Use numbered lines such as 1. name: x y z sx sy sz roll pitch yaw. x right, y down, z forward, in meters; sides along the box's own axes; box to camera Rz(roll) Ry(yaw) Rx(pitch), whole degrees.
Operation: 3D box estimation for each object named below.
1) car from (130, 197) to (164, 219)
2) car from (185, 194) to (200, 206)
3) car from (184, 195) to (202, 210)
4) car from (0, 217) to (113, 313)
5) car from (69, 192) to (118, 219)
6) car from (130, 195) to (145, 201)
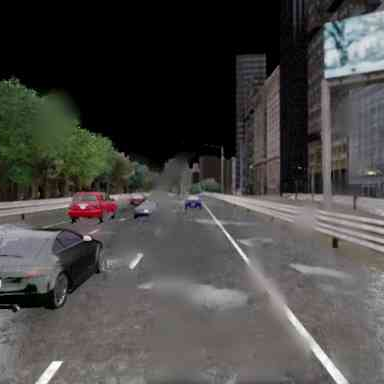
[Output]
1. car: -3.381 1.364 26.574 1.994 1.385 4.181 0 0 0
2. car: 0.036 1.129 49.044 2.128 1.511 4.902 0 0 0
3. car: 0.133 1.187 38.763 1.882 1.535 5.008 0 0 0
4. car: -3.396 1.510 7.657 1.994 1.385 4.181 0 0 0
5. car: -6.883 1.045 23.667 2.150 2.045 5.566 0 0 0
6. car: -6.872 1.153 43.608 1.882 1.535 5.008 0 0 0
